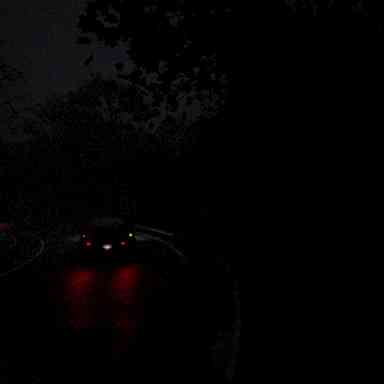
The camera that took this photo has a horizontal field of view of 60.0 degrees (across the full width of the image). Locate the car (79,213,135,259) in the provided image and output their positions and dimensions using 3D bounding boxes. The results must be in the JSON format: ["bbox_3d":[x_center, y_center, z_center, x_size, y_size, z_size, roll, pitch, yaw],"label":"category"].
[{"bbox_3d":[-3.167,1.525,12.659,1.812,1.442,4.674,1,0,-13],"label":"car"}]
